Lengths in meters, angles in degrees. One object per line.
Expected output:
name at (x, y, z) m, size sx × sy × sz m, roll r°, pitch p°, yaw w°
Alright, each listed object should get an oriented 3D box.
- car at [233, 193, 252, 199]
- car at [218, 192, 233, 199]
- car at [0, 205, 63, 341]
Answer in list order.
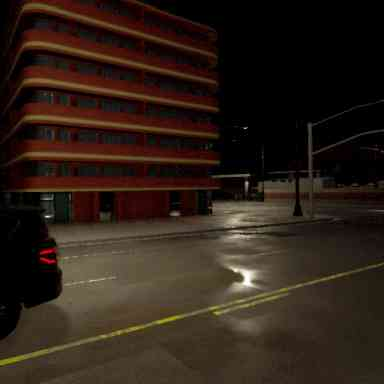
car at (12.907, 1.061, 81.965) m, size 3.806 × 1.475 × 1.970 m, roll -1°, pitch 1°, yaw -35°
car at (8.936, 0.930, 86.187) m, size 4.611 × 1.667 × 2.242 m, roll -1°, pitch 1°, yaw -35°
car at (-4.851, 1.242, 4.836) m, size 5.566 × 2.045 × 2.150 m, roll 0°, pitch 0°, yaw -35°
